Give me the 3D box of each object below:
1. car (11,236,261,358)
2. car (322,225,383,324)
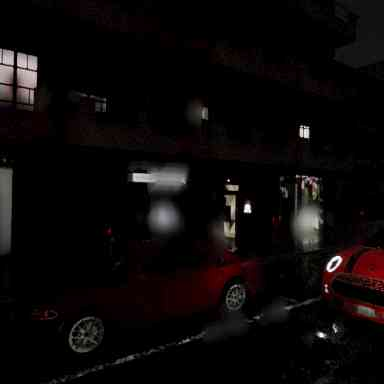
[{"bbox_3d":[-0.725,1.546,6.030,4.507,1.381,1.887,0,1,-36],"label":"car"},{"bbox_3d":[4.661,1.355,6.719,4.553,1.767,2.097,0,0,-36],"label":"car"}]
